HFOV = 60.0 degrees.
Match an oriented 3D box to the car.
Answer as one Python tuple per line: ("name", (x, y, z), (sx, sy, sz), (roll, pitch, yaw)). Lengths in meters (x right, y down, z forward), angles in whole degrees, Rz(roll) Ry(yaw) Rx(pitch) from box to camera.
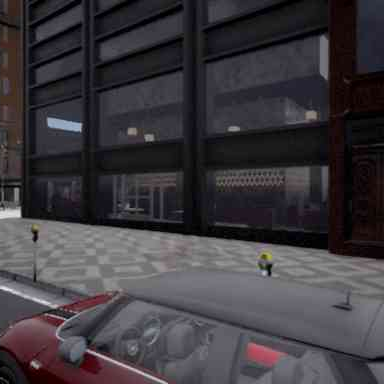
("car", (-0.063, 1.425, 2.906), (4.097, 1.590, 1.967), (1, 0, 36))
